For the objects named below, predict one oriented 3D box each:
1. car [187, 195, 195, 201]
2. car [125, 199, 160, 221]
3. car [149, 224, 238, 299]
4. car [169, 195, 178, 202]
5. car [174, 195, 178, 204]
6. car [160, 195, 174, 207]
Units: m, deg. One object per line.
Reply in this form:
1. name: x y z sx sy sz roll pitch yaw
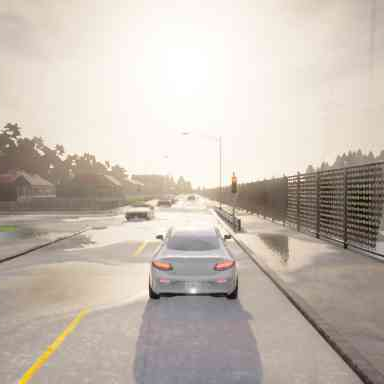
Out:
1. car: -0.196 1.478 86.430 1.882 1.535 5.008 0 0 0
2. car: -4.159 1.547 27.415 2.033 1.411 5.357 0 0 0
3. car: 0.036 1.526 8.307 1.812 1.442 4.674 0 0 0
4. car: -4.169 1.522 76.276 1.812 1.442 4.674 0 0 0
5. car: -4.200 1.354 61.782 2.097 1.767 4.553 0 0 0
6. car: -4.208 1.477 51.850 1.882 1.535 5.008 0 0 0
